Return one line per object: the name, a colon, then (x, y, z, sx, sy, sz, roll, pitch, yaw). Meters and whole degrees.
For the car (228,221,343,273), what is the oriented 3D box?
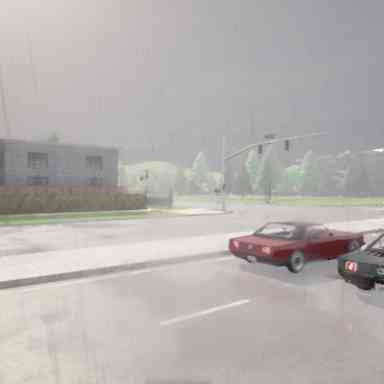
car: (3.499, 1.576, 10.583, 4.718, 1.301, 1.895, 0, 0, -35)

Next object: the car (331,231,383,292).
car: (5.524, 1.576, 7.729, 4.718, 1.301, 1.895, 0, 0, -35)
